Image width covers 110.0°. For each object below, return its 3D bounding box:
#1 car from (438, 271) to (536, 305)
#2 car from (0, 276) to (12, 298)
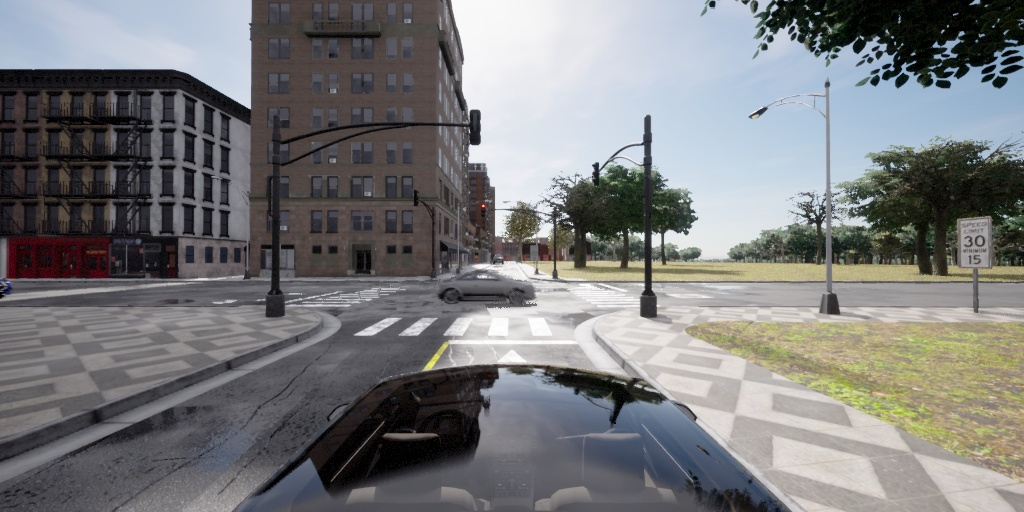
[{"bbox_3d":[-1.061,1.323,15.446,4.181,1.385,1.994,0,0,0],"label":"car"},{"bbox_3d":[-24.866,1.045,15.437,4.553,1.767,2.097,0,-1,0],"label":"car"}]
